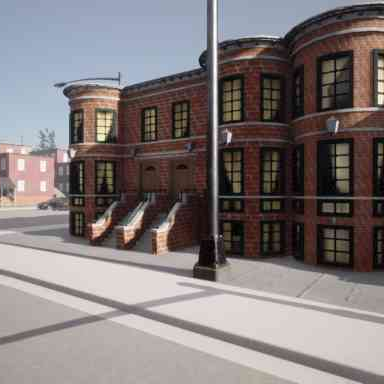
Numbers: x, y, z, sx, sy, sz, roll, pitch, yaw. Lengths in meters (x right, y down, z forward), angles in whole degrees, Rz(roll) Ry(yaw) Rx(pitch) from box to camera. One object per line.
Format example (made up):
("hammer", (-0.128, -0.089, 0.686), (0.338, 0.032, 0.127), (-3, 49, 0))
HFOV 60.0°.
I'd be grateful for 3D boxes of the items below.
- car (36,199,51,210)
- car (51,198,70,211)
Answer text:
("car", (-17.089, 1.504, 42.018), (1.837, 1.490, 4.892), (0, 0, 36))
("car", (-14.083, 1.351, 40.201), (2.097, 1.767, 4.553), (0, 0, 36))
